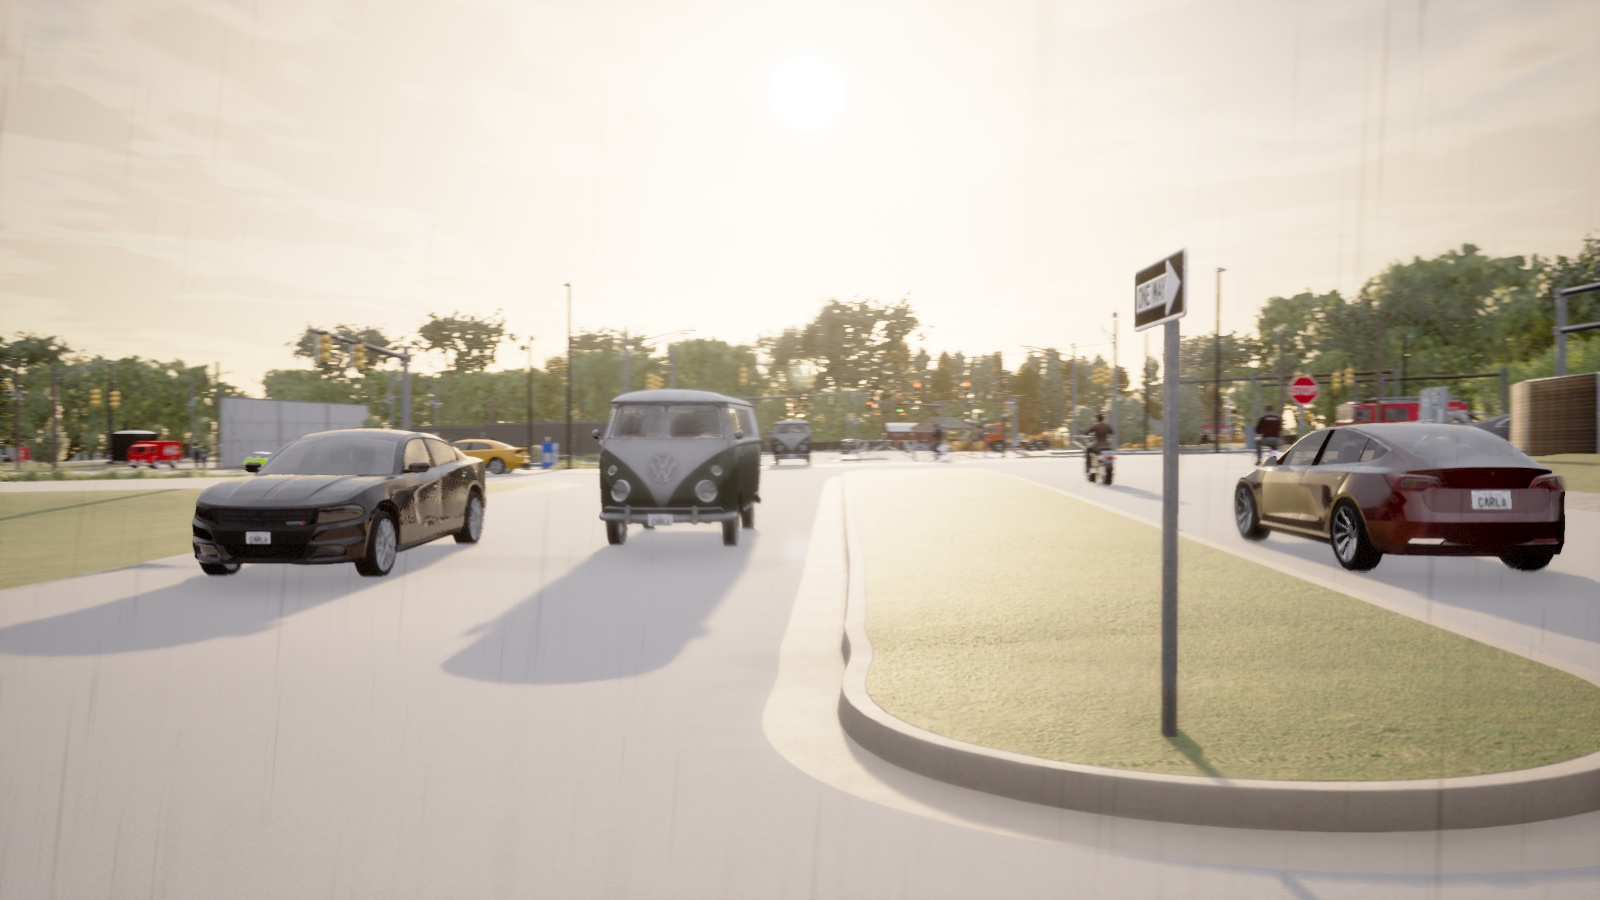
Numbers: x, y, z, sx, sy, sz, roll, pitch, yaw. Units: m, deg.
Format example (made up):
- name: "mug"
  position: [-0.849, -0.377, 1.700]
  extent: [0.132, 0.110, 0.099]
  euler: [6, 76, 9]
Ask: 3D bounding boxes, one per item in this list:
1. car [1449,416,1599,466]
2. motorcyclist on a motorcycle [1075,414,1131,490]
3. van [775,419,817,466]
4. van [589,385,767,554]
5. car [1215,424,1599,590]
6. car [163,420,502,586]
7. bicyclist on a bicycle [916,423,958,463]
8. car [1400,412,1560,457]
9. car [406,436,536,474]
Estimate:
- name: "car"
  position: [24.025, -0.304, 40.654]
  extent: [4.902, 1.511, 2.128]
  euler: [-1, 0, 8]
- name: "motorcyclist on a motorcycle"
  position: [6.823, 0.019, 28.360]
  extent: [0.766, 1.649, 2.350]
  euler: [0, 1, 2]
- name: "van"
  position: [-0.146, -0.300, 57.029]
  extent: [1.775, 1.987, 4.442]
  euler: [-1, -1, 1]
- name: "van"
  position: [-1.510, 0.193, 17.118]
  extent: [1.775, 1.987, 4.442]
  euler: [1, 1, 3]
- name: "car"
  position: [6.481, 0.481, 14.015]
  extent: [2.163, 1.488, 4.792]
  euler: [0, 2, 1]
- name: "car"
  position: [-5.137, 0.457, 14.697]
  extent: [1.882, 1.535, 5.008]
  euler: [1, 2, 3]
- name: "bicyclist on a bicycle"
  position: [6.138, -0.304, 56.341]
  extent: [1.843, 1.776, 0.659]
  euler: [-1, -1, 2]
- name: "car"
  position: [26.252, -0.608, 48.605]
  extent: [5.027, 1.651, 2.152]
  euler: [-1, 1, 2]
- name: "car"
  position: [-13.974, 0.193, 53.548]
  extent: [5.008, 1.535, 1.882]
  euler: [-1, 1, 2]
